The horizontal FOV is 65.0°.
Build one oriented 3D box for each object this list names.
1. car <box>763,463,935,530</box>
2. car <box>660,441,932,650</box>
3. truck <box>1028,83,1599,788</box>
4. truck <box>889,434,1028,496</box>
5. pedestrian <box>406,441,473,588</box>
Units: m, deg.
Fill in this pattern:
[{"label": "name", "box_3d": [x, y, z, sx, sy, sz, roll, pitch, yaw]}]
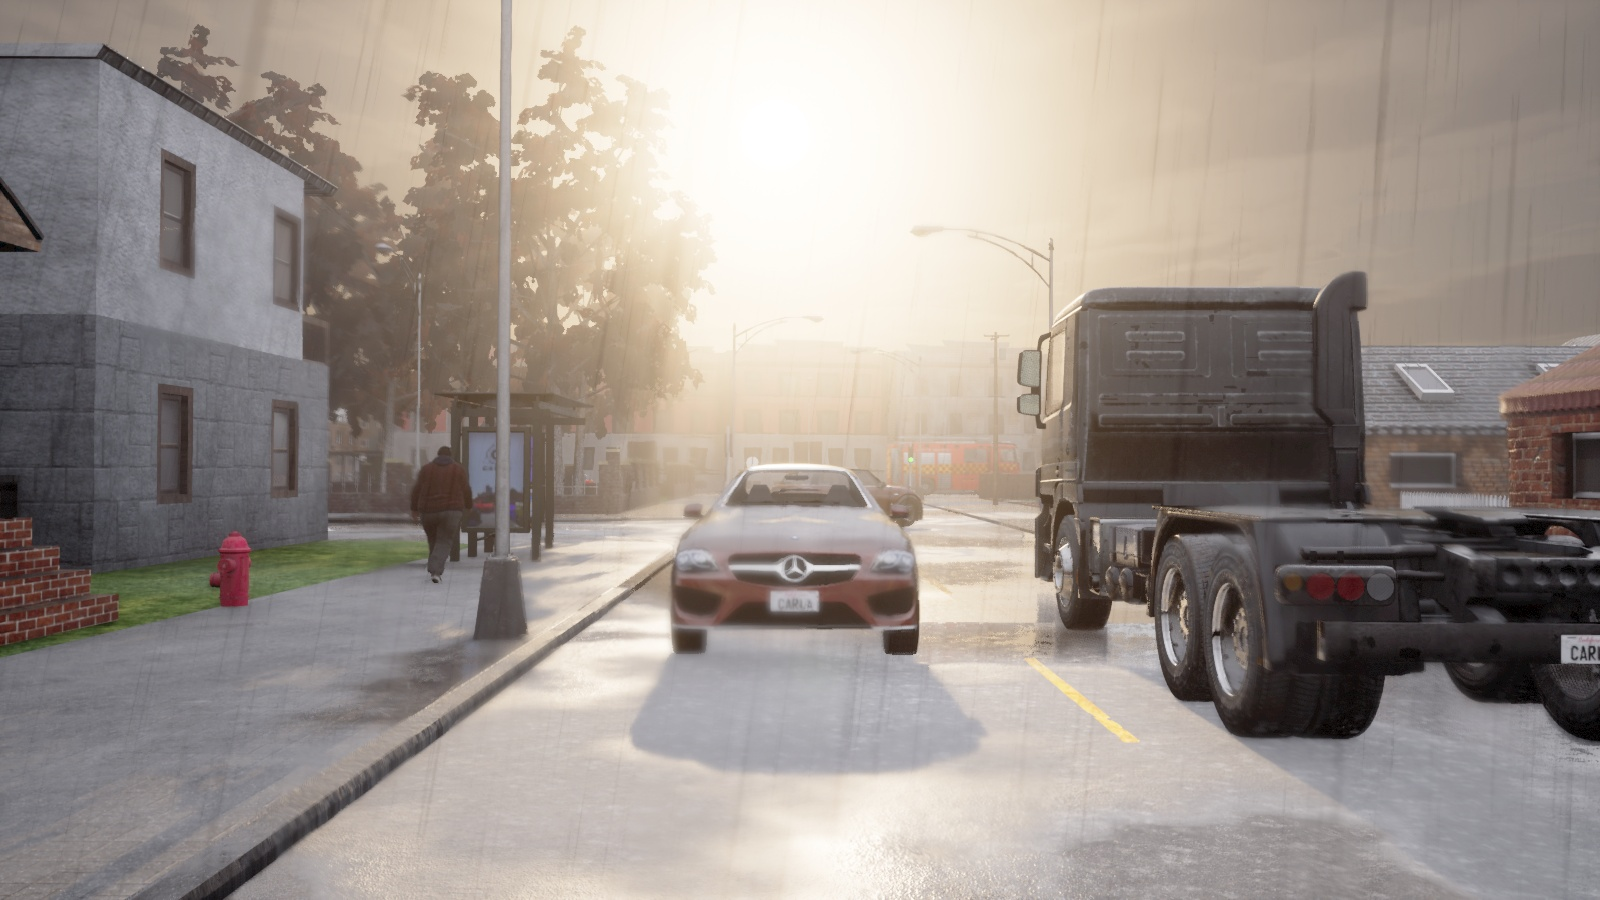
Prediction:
[{"label": "car", "box_3d": [1.404, 1.257, 35.162, 4.553, 1.767, 2.097, 1, -1, -39]}, {"label": "car", "box_3d": [-0.028, 0.803, 12.486, 2.152, 1.651, 5.027, 0, -1, 0]}, {"label": "truck", "box_3d": [3.956, -0.013, 10.135, 2.891, 3.462, 7.936, 0, -1, 1]}, {"label": "truck", "box_3d": [10.243, 0.969, 81.191, 8.468, 3.827, 2.891, 0, -1, -16]}, {"label": "pedestrian", "box_3d": [-4.640, 0.814, 16.204, 0.634, 1.844, 0.899, 0, -1, -3]}]
